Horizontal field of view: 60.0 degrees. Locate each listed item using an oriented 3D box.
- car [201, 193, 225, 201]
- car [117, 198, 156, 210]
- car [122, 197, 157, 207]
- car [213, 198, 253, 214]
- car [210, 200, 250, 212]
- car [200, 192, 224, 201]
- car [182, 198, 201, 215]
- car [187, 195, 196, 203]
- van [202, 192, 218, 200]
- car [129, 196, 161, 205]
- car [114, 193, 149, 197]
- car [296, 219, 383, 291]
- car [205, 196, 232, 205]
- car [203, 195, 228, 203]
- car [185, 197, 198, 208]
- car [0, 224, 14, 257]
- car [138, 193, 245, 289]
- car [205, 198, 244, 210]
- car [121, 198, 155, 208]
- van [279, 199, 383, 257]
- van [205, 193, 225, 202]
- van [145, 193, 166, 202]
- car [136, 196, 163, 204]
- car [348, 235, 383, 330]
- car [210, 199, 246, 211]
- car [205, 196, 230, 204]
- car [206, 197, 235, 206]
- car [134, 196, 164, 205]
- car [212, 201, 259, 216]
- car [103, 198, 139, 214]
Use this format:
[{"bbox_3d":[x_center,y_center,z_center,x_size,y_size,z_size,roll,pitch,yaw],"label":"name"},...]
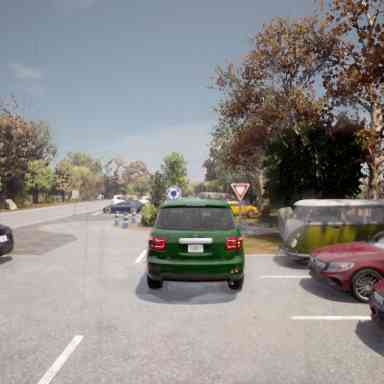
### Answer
[{"bbox_3d":[4.877,1.158,78.679,5.566,2.045,2.435,0,0,0],"label":"car"},{"bbox_3d":[-8.036,1.692,48.260,5.366,1.575,1.946,0,1,0],"label":"car"},{"bbox_3d":[-8.398,1.616,53.812,5.366,1.575,1.946,0,1,0],"label":"car"},{"bbox_3d":[4.877,1.683,40.034,4.553,1.767,2.185,0,1,0],"label":"car"},{"bbox_3d":[4.821,1.802,42.682,4.792,1.488,2.163,0,1,0],"label":"car"},{"bbox_3d":[4.882,1.144,81.449,5.566,2.045,2.435,0,0,0],"label":"car"},{"bbox_3d":[-0.076,1.689,39.685,2.097,1.767,4.553,0,1,0],"label":"car"},{"bbox_3d":[-0.120,1.469,71.385,1.837,1.490,4.892,0,0,0],"label":"car"},{"bbox_3d":[5.044,1.113,92.656,4.442,1.987,1.878,0,0,0],"label":"van"},{"bbox_3d":[-8.389,1.541,59.485,5.366,1.575,1.946,0,1,0],"label":"car"},{"bbox_3d":[-8.197,1.482,45.480,5.566,2.045,2.435,0,1,0],"label":"car"},{"bbox_3d":[5.060,1.491,7.494,4.674,1.452,2.002,0,0,0],"label":"car"},{"bbox_3d":[4.909,1.543,62.194,4.792,1.488,2.163,0,1,0],"label":"car"},{"bbox_3d":[4.898,1.451,70.371,5.008,1.535,2.097,0,0,0],"label":"car"},{"bbox_3d":[-0.075,1.613,54.144,1.882,1.535,5.008,0,1,0],"label":"car"},{"bbox_3d":[-8.045,1.464,10.115,4.792,1.488,2.163,0,0,0],"label":"car"},{"bbox_3d":[0.091,1.182,9.211,2.150,2.045,5.566,0,0,0],"label":"car"},{"bbox_3d":[4.673,1.693,48.222,5.366,1.575,1.946,0,1,0],"label":"car"},{"bbox_3d":[-8.211,1.658,51.036,4.892,1.521,2.231,0,1,0],"label":"car"},{"bbox_3d":[4.938,1.210,10.166,4.442,1.987,1.878,-1,0,0],"label":"van"},{"bbox_3d":[5.013,1.211,73.139,4.442,1.987,1.878,0,0,0],"label":"van"},{"bbox_3d":[-8.066,1.210,73.232,4.442,1.987,1.878,0,0,0],"label":"van"},{"bbox_3d":[-8.201,1.488,64.904,4.892,1.521,2.231,0,1,0],"label":"car"},{"bbox_3d":[5.054,1.508,4.709,4.674,1.452,2.002,0,0,0],"label":"car"},{"bbox_3d":[4.852,1.775,45.452,4.674,1.452,2.002,0,1,0],"label":"car"},{"bbox_3d":[4.913,1.517,64.833,4.792,1.488,2.163,0,0,0],"label":"car"},{"bbox_3d":[4.843,1.612,56.530,4.792,1.488,2.163,0,1,0],"label":"car"},{"bbox_3d":[-8.014,1.510,62.137,5.366,1.575,1.946,0,1,0],"label":"car"},{"bbox_3d":[4.837,1.847,37.265,5.008,1.535,2.097,0,1,0],"label":"car"},{"bbox_3d":[-8.263,1.840,39.933,4.792,1.488,2.163,0,1,0],"label":"car"}]
